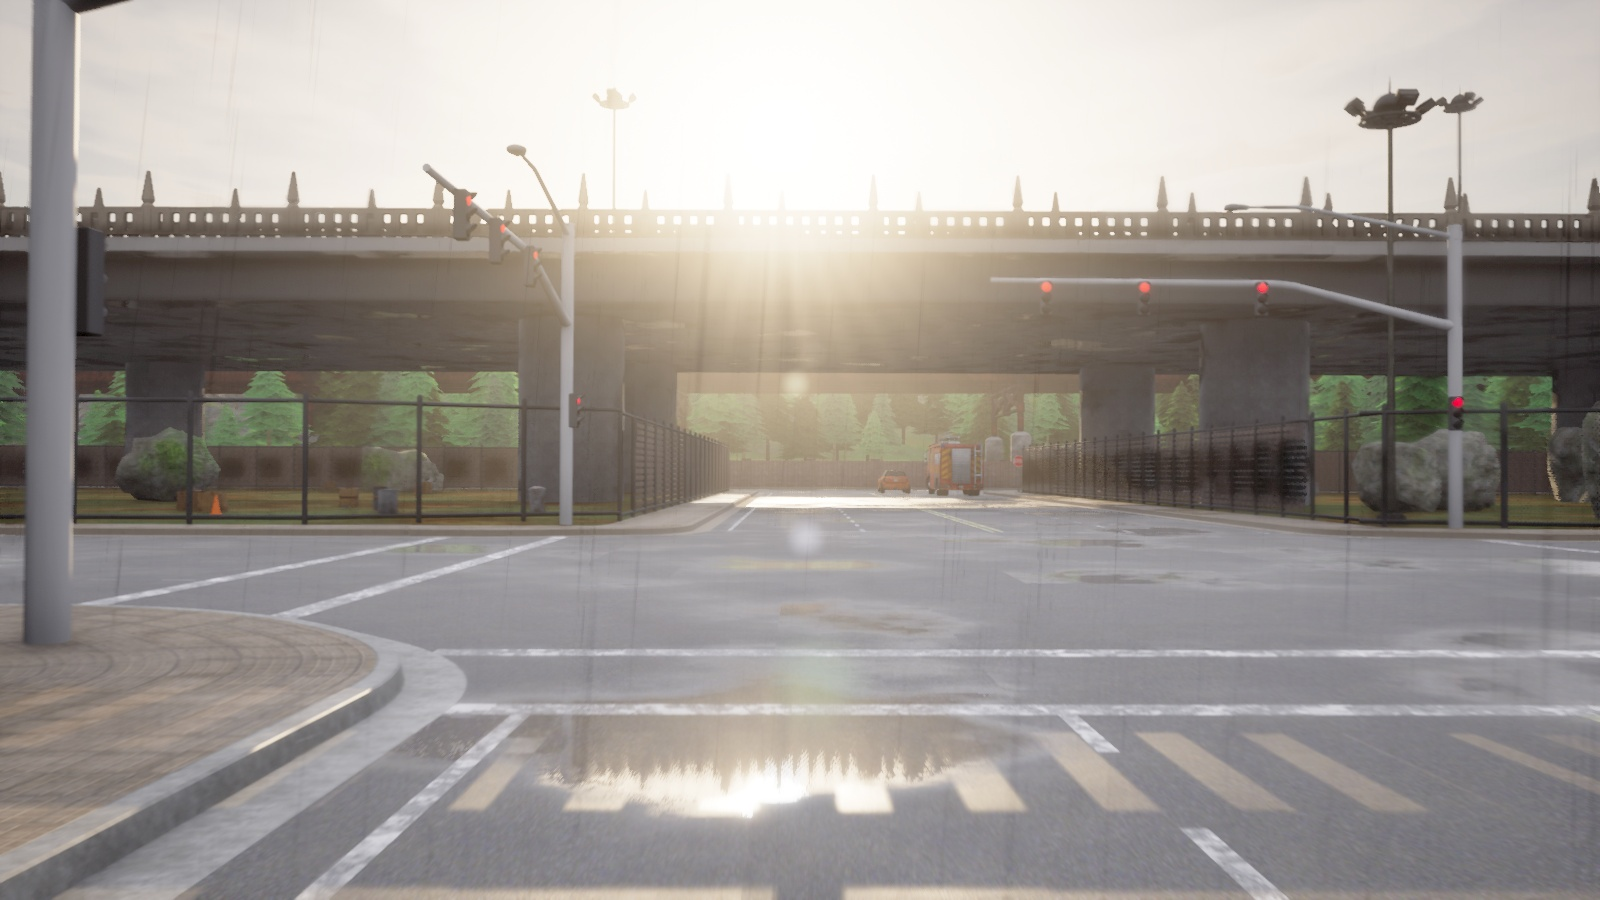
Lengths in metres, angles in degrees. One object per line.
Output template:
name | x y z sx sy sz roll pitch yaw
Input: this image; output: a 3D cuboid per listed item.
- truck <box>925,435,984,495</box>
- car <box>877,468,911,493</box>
truck | 10.290 1.024 84.557 2.891 3.827 8.468 0 -1 0
car | 6.779 2.170 91.039 2.097 1.767 4.553 0 -1 0
